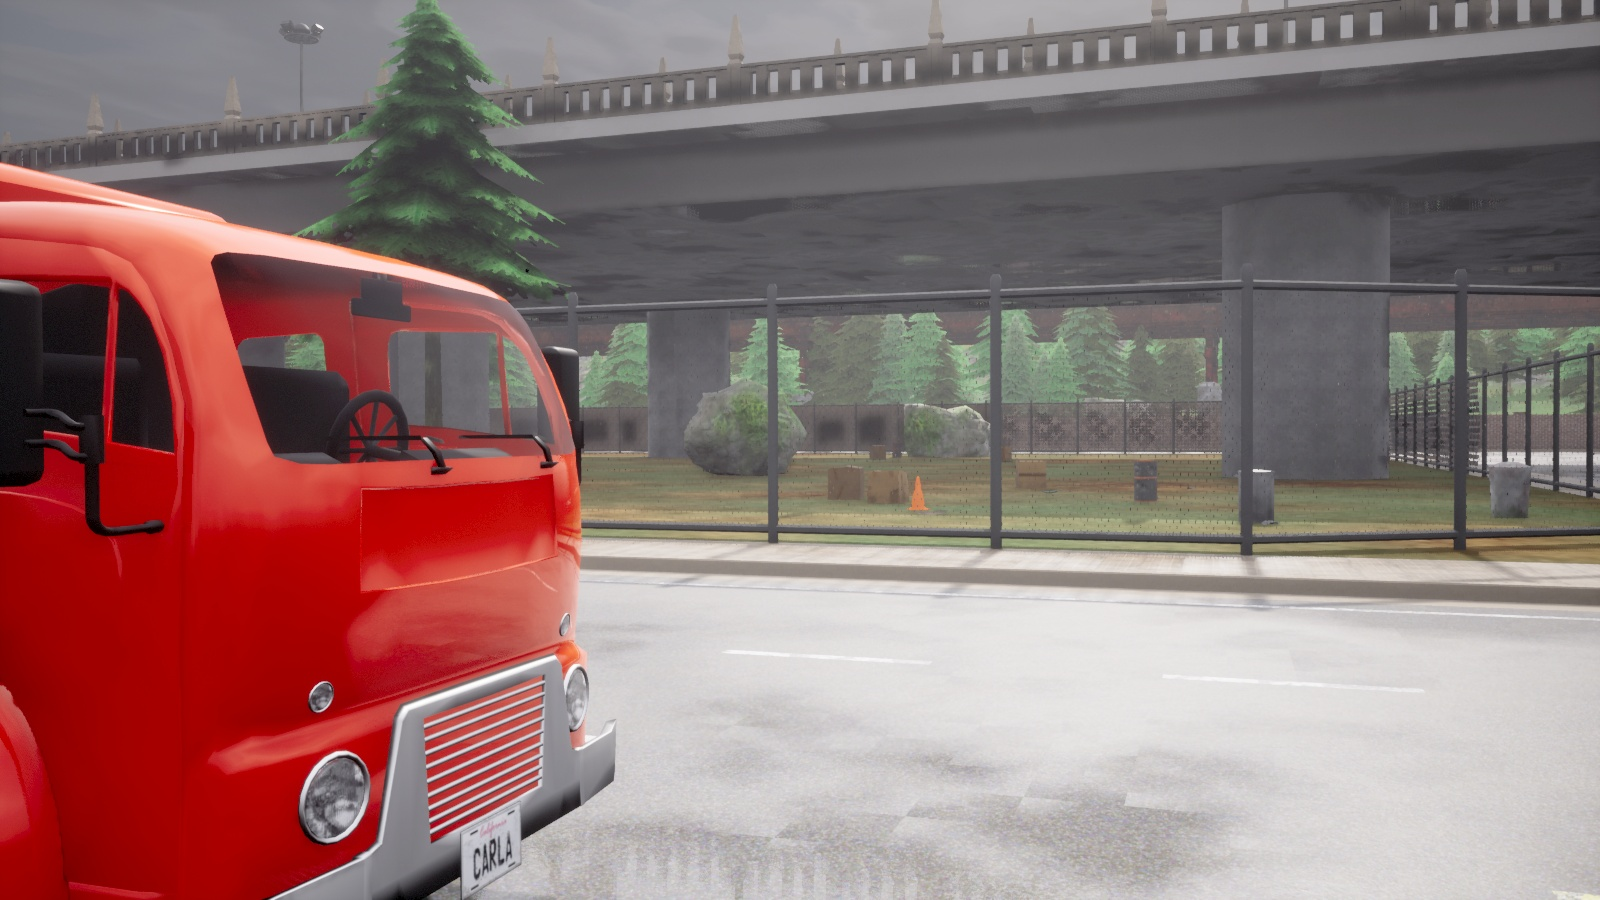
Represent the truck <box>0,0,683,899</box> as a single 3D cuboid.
[{"bbox_3d":[-3.327,0.258,4.304,5.204,2.467,2.627,1,1,19],"label":"truck"}]
